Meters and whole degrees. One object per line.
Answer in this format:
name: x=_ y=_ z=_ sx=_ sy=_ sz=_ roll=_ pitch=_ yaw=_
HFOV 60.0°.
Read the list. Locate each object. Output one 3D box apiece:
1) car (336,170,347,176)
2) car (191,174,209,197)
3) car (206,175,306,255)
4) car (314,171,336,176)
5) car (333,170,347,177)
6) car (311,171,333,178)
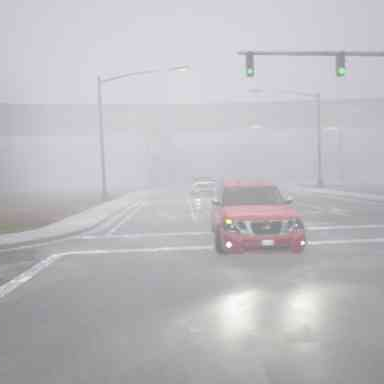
car: x=35.321 y=-4.463 z=78.429 sx=1.853 sy=1.218 sz=4.536 roll=0 pitch=4 yaw=29
car: x=1.067 y=-0.732 z=33.742 sx=2.150 sy=2.045 sz=5.566 roll=-2 pitch=3 yaw=-3
car: x=1.791 y=0.647 z=10.679 sx=2.150 sy=2.045 sz=5.566 roll=-1 pitch=4 yaw=0
car: x=32.152 y=-4.459 z=80.478 sx=1.853 sy=1.218 sz=4.536 roll=-4 pitch=4 yaw=-31
car: x=35.302 y=-4.303 z=78.392 sx=2.038 sy=1.542 sz=4.974 roll=0 pitch=4 yaw=29
car: x=32.185 y=-4.301 z=80.443 sx=2.038 sy=1.542 sz=4.974 roll=-4 pitch=4 yaw=-31
